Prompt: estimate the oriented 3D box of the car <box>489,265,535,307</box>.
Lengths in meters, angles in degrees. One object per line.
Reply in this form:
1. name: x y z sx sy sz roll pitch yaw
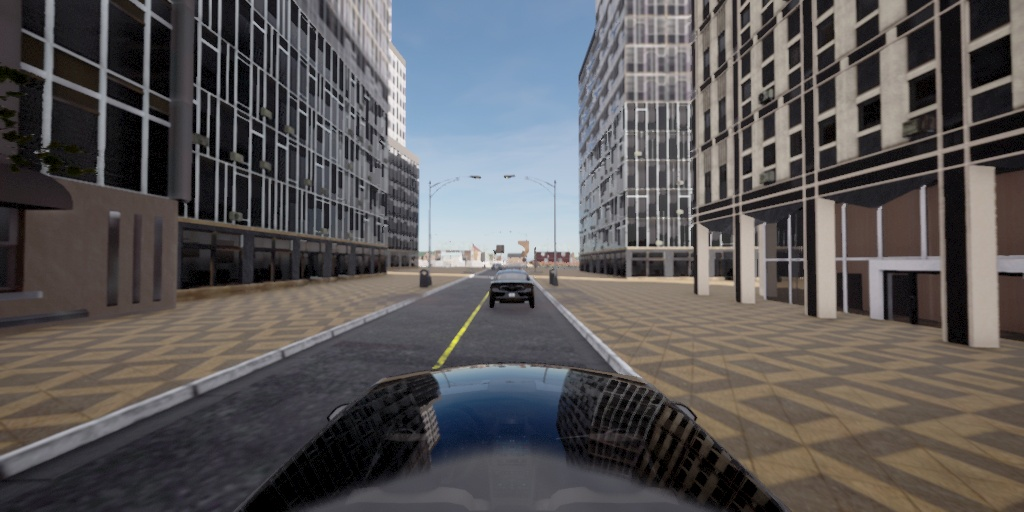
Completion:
1. car: 0.002 1.368 16.343 1.882 1.535 5.008 0 0 0
